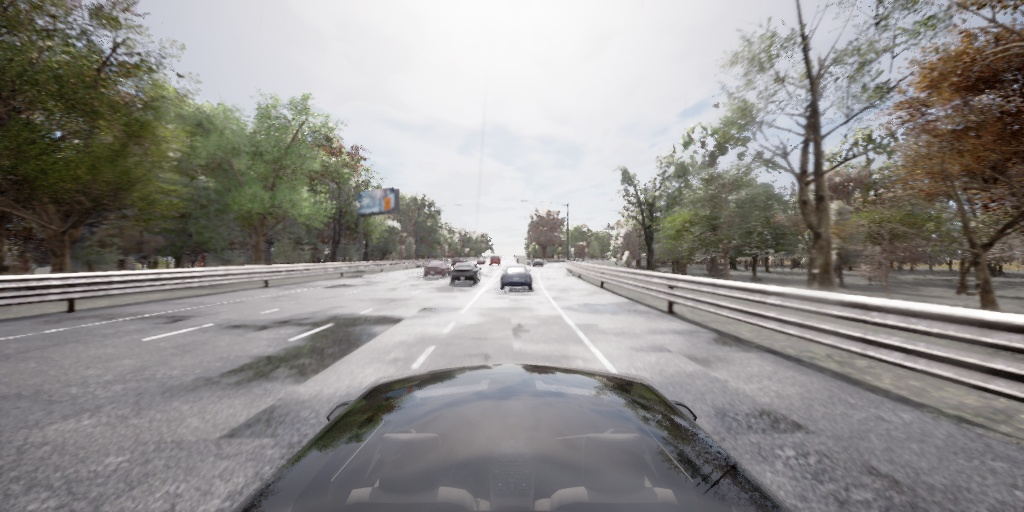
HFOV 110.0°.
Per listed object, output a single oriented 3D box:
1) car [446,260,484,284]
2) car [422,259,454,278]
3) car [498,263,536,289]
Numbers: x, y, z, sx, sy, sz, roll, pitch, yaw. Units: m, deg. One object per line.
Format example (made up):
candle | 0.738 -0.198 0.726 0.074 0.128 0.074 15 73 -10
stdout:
car | -3.388 1.246 26.891 1.837 1.490 4.892 0 0 0
car | -6.885 1.264 33.310 1.812 1.442 4.674 0 0 0
car | 0.323 1.305 22.993 1.994 1.385 4.181 0 0 2
